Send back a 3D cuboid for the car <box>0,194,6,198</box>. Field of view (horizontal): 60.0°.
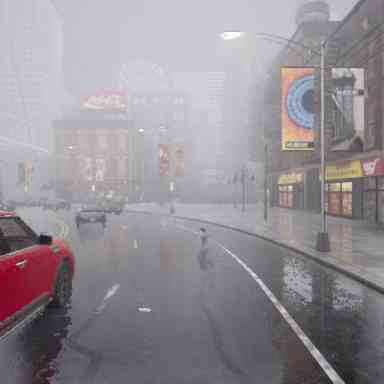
[{"bbox_3d":[-20.269,1.221,34.113,5.566,2.045,2.150,0,0,38],"label":"car"}]

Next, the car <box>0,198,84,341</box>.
[{"bbox_3d":[-3.470,1.223,4.620,2.150,2.045,5.566,0,0,-1],"label":"car"}]

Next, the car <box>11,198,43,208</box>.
[{"bbox_3d":[-24.241,1.595,48.863,4.718,1.301,1.895,0,0,29],"label":"car"}]

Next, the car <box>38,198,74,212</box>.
[{"bbox_3d":[-16.472,1.505,40.148,4.892,1.490,1.837,0,0,38],"label":"car"}]

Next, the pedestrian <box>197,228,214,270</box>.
[{"bbox_3d":[0.405,1.574,9.604,0.375,1.300,0.375,0,0,-3],"label":"pedestrian"}]

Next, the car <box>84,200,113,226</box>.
[{"bbox_3d":[-7.107,1.493,22.793,2.128,1.511,4.902,0,0,-23],"label":"car"}]

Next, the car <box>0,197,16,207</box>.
[{"bbox_3d":[-29.557,1.520,51.002,4.674,1.452,2.002,0,0,19],"label":"car"}]

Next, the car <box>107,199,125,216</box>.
[{"bbox_3d":[-8.532,1.601,32.060,1.895,1.301,4.718,0,0,-37],"label":"car"}]
